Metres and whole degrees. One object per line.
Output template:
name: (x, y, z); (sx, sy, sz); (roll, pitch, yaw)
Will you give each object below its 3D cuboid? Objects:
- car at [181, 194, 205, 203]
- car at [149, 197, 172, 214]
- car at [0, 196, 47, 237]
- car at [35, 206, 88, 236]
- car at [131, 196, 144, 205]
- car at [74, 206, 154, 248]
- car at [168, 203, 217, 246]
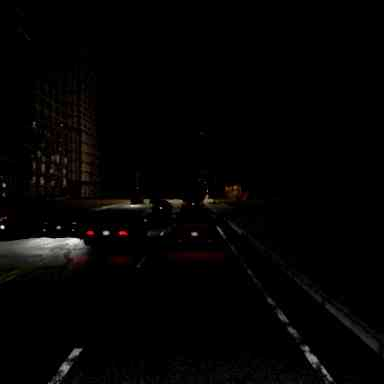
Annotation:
car: (0.101, 1.235, 34.033); (2.150, 2.045, 5.566); (0, 0, 0)
car: (-3.149, 1.579, 35.681); (1.994, 1.385, 4.181); (0, 0, 0)
car: (-9.852, 1.230, 18.261); (2.150, 2.045, 5.566); (0, 0, 0)
car: (-6.600, 1.572, 18.455); (1.994, 1.385, 4.181); (0, 0, 0)
car: (-9.795, 1.516, 59.871); (2.128, 1.511, 4.902); (0, 0, 1)
car: (-3.149, 1.554, 14.702); (2.033, 1.411, 5.357); (0, 0, 0)
car: (0.099, 1.484, 15.405); (1.882, 1.535, 5.008); (0, 0, 0)
